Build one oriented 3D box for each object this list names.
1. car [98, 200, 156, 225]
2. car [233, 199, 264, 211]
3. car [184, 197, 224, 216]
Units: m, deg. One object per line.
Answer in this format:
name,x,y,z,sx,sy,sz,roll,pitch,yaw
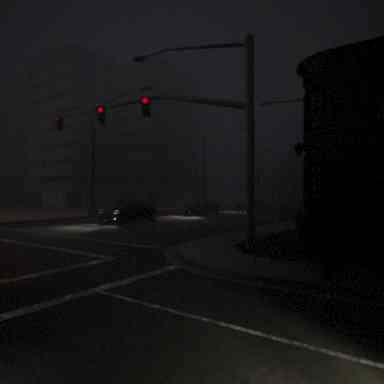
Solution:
car,-4.780,1.399,25.004,2.097,1.767,4.553,0,0,36
car,7.196,1.595,41.887,2.033,1.411,5.357,0,0,36
car,1.134,1.573,33.345,1.812,1.442,4.674,0,0,36
